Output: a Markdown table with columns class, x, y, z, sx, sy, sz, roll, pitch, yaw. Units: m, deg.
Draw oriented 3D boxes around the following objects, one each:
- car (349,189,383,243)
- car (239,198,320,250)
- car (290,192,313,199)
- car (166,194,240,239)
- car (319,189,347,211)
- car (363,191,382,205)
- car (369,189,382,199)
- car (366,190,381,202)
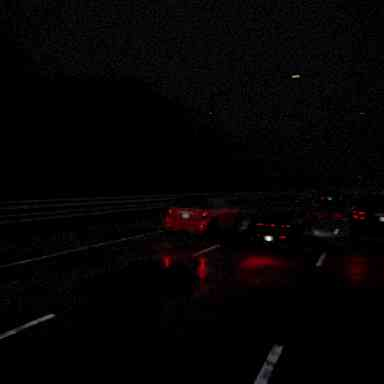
| class | x | y | z | sx | sy | sz | roll | pitch | yaw |
| --- | --- | --- | --- | --- | --- | --- | --- | --- | --- |
| car | 8.024 | 1.027 | 14.195 | 2.150 | 2.045 | 5.566 | 2 | 2 | 27 |
| car | 3.630 | 1.223 | 13.066 | 1.837 | 1.490 | 4.892 | 2 | 2 | 27 |
| car | 12.306 | 0.787 | 37.252 | 1.882 | 1.535 | 5.008 | 2 | 2 | 28 |
| car | 0.717 | 0.937 | 15.033 | 2.097 | 1.767 | 4.553 | 2 | 2 | 27 |
| car | 13.873 | 0.695 | 32.766 | 2.150 | 2.045 | 5.566 | 2 | 2 | 28 |
| car | 24.827 | 0.769 | 45.749 | 2.097 | 1.767 | 4.553 | 2 | 2 | 29 |
| car | 38.703 | 0.338 | 69.912 | 2.150 | 2.045 | 5.566 | 3 | 2 | 31 |
| car | 30.645 | 0.639 | 56.070 | 2.097 | 1.767 | 4.553 | 2 | 2 | 30 |
